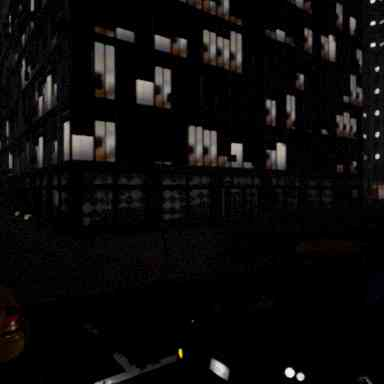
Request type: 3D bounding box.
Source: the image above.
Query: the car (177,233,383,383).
[{"bbox_3d":[1.886,1.543,4.431,4.181,1.385,1.994,0,0,-36],"label":"car"}]

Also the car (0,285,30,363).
[{"bbox_3d":[-4.294,1.536,3.218,4.829,1.417,1.752,0,0,-35],"label":"car"}]

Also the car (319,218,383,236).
[{"bbox_3d":[4.884,1.474,9.796,4.829,1.417,1.752,0,0,-36],"label":"car"}]
